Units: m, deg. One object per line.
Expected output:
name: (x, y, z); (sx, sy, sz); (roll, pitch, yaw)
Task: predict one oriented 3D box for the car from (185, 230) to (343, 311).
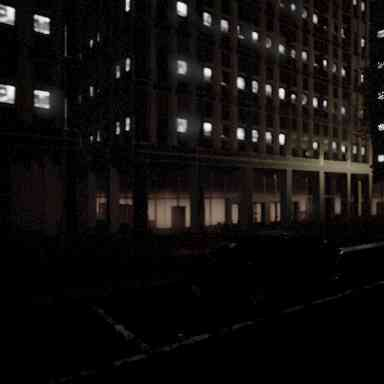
car: (1.862, 1.620, 7.895); (4.313, 1.339, 1.947); (1, -1, -35)
